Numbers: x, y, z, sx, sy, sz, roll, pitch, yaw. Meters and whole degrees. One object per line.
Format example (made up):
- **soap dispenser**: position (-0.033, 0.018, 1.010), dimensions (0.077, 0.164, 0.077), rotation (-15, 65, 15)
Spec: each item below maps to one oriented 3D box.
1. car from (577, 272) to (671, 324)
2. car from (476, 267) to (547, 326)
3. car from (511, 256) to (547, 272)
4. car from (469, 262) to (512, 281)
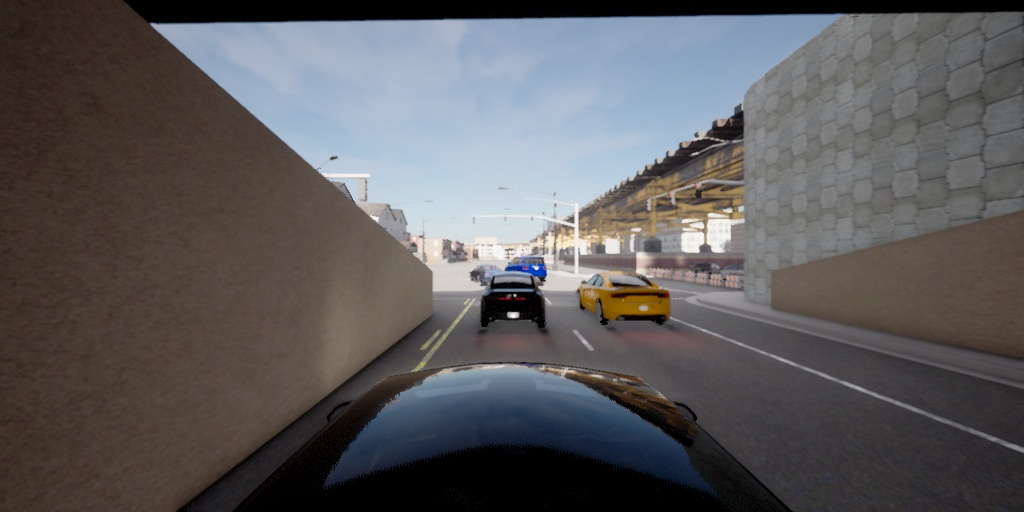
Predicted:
- **car**: position (3.499, 1.257, 12.091), dimensions (1.882, 1.535, 5.008), rotation (0, 0, -1)
- **car**: position (0.003, 1.284, 11.766), dimensions (1.837, 1.490, 4.892), rotation (0, 0, -1)
- **car**: position (1.042, 1.051, 29.473), dimensions (2.150, 2.045, 5.566), rotation (0, 0, -17)
- **car**: position (-2.031, 1.373, 28.201), dimensions (2.033, 1.411, 5.357), rotation (0, 0, -19)
